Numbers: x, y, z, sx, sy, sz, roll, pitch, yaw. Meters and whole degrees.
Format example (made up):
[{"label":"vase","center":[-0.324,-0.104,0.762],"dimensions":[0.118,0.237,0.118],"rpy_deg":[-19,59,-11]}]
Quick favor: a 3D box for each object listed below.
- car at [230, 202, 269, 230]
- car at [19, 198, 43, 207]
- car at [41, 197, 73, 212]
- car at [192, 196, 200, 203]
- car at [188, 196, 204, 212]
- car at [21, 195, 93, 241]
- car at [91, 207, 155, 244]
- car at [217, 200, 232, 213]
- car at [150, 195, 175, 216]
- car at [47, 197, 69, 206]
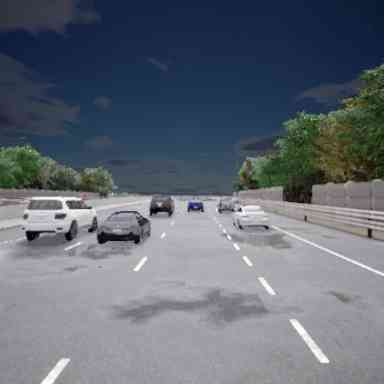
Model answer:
[{"label":"car","center":[3.839,1.637,22.043],"dimensions":[1.812,1.442,4.674],"rpy_deg":[0,0,1]},{"label":"car","center":[-27.409,1.709,56.920],"dimensions":[1.812,1.442,4.674],"rpy_deg":[0,0,1]},{"label":"car","center":[-17.114,1.500,42.452],"dimensions":[2.097,1.767,4.553],"rpy_deg":[0,0,1]},{"label":"car","center":[0.977,1.855,84.955],"dimensions":[2.097,1.767,4.553],"rpy_deg":[0,-1,1]},{"label":"car","center":[0.473,1.624,41.958],"dimensions":[1.882,1.535,5.008],"rpy_deg":[0,0,1]},{"label":"car","center":[-6.714,1.310,17.521],"dimensions":[2.150,2.045,5.566],"rpy_deg":[0,-1,1]},{"label":"car","center":[-3.227,1.654,16.417],"dimensions":[1.994,1.385,4.181],"rpy_deg":[0,0,1]},{"label":"car","center":[4.030,1.692,39.214],"dimensions":[2.033,1.411,5.357],"rpy_deg":[0,0,1]},{"label":"car","center":[-3.021,1.361,34.059],"dimensions":[2.150,2.045,5.566],"rpy_deg":[0,0,1]},{"label":"car","center":[-23.871,1.700,59.458],"dimensions":[1.837,1.490,4.892],"rpy_deg":[0,0,1]}]
